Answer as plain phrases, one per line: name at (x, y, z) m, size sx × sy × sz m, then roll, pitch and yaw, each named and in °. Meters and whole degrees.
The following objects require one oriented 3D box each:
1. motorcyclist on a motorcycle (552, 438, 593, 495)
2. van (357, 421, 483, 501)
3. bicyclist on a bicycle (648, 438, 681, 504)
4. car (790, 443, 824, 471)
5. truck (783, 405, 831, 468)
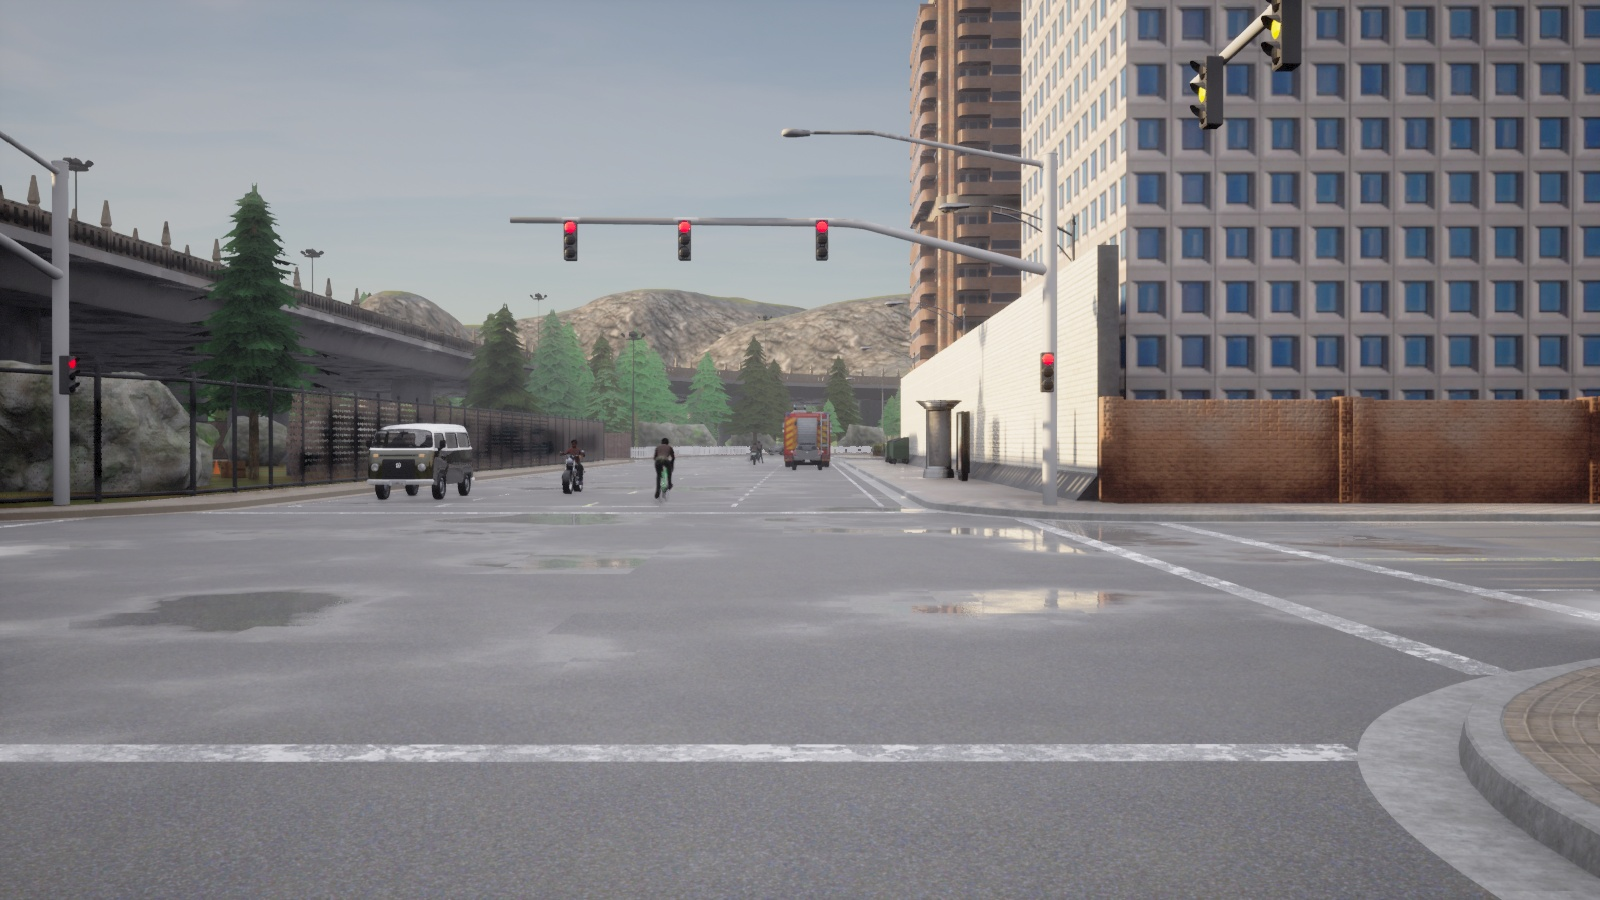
motorcyclist on a motorcycle at (-6.781, 0.480, 37.514) m, size 0.766 × 1.649 × 2.350 m, roll 0°, pitch 0°, yaw 0°
van at (-10.298, 0.267, 34.391) m, size 2.069 × 2.038 × 4.480 m, roll 0°, pitch 0°, yaw 0°
bicyclist on a bicycle at (-3.404, 0.518, 31.646) m, size 0.582 × 1.620 × 1.656 m, roll 0°, pitch 0°, yaw 2°
car at (0.393, 0.370, 69.311) m, size 1.845 × 1.501 × 3.633 m, roll 0°, pitch 0°, yaw 0°
truck at (0.456, -0.874, 80.916) m, size 2.891 × 3.827 × 8.468 m, roll 0°, pitch 0°, yaw 0°
